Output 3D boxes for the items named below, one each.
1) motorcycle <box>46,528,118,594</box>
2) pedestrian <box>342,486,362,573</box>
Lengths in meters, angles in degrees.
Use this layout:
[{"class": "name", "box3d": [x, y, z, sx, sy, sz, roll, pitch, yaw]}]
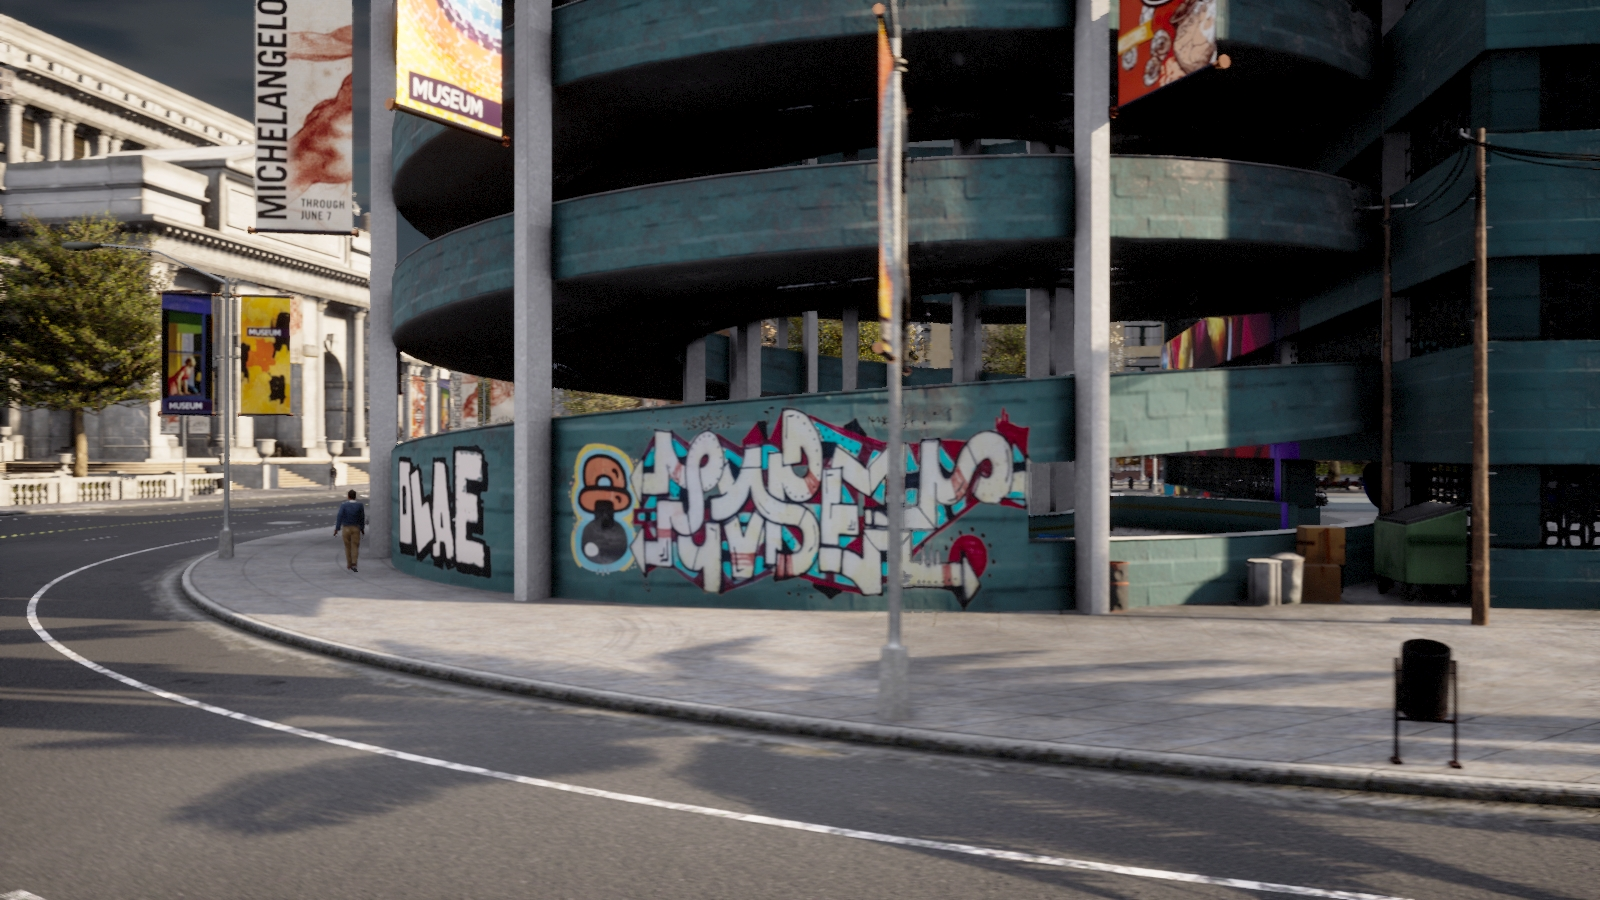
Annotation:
[{"class": "motorcycle", "box3d": [-14.594, 2.230, 23.201, 0.803, 1.145, 2.033, 1, 0, -45]}, {"class": "pedestrian", "box3d": [-9.736, 1.716, 24.815, 0.375, 1.860, 0.375, 0, 0, -25]}]
